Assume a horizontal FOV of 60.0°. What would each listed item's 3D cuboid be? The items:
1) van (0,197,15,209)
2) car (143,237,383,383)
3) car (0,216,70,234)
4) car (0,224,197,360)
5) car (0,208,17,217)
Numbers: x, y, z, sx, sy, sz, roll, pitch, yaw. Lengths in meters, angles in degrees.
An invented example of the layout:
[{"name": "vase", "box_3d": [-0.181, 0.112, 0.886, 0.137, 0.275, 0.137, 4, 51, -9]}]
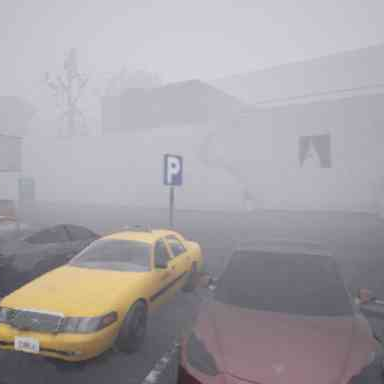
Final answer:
[{"name": "van", "box_3d": [-8.451, 1.128, 11.677, 1.878, 1.987, 4.442, 1, 0, 15]}, {"name": "car", "box_3d": [1.288, 1.508, 4.843, 2.163, 1.488, 4.792, 1, 0, 15]}, {"name": "car", "box_3d": [-3.567, 1.457, 8.363, 2.163, 1.488, 4.792, 1, 0, 15]}, {"name": "car", "box_3d": [-1.181, 1.449, 6.422, 1.946, 1.575, 5.366, 1, 0, 15]}, {"name": "car", "box_3d": [-6.007, 1.431, 10.061, 2.002, 1.452, 4.674, 1, 0, 15]}]
